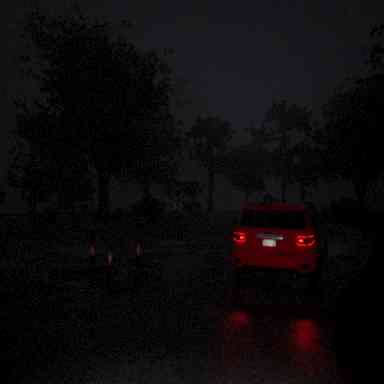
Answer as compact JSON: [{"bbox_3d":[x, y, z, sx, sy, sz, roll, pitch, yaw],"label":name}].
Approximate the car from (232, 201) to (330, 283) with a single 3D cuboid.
[{"bbox_3d":[2.919,1.298,10.291,2.150,2.045,5.566,0,0,24],"label":"car"}]
